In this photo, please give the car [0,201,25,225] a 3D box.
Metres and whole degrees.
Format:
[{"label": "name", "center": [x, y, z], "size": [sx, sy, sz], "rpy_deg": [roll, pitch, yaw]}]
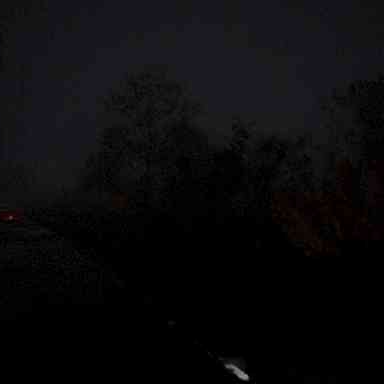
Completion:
[{"label": "car", "center": [-13.832, 1.612, 25.026], "size": [1.882, 1.535, 5.008], "rpy_deg": [0, 0, -33]}]
